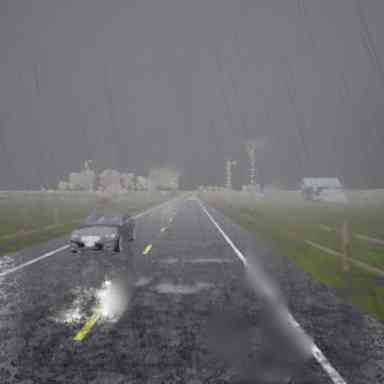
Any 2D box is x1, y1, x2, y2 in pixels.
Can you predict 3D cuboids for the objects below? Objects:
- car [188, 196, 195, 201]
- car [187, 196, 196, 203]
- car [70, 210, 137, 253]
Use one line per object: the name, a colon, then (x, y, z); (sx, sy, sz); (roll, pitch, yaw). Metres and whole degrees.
car: (-0.146, 1.664, 88.340); (1.994, 1.385, 4.181); (0, 0, 0)
car: (-0.129, 1.800, 78.366); (1.895, 1.301, 4.718); (0, 0, 0)
car: (-3.520, 1.541, 13.908); (2.128, 1.511, 4.902); (0, 0, 0)
